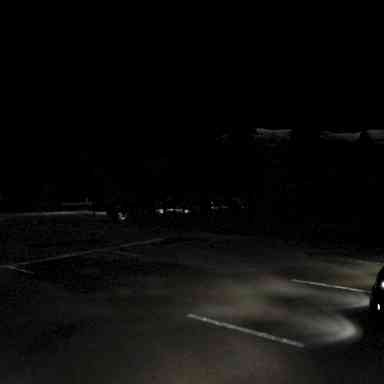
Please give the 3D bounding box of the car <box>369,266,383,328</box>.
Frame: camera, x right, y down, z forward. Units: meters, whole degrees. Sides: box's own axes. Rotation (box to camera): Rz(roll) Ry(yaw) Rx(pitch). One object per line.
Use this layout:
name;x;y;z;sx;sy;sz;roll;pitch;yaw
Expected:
car;5.064;1.352;4.633;4.553;1.767;2.097;0;0;36

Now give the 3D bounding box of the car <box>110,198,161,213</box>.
car;-6.119;1.414;36.535;1.837;1.490;4.892;0;0;43

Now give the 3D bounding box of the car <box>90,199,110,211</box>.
car;-9.278;1.494;38.340;1.895;1.301;4.718;0;0;43

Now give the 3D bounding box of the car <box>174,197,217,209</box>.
car;0.527;1.421;43.028;4.892;1.490;1.837;0;0;-41

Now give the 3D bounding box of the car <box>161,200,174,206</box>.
car;-2.825;1.425;44.716;4.674;1.442;1.812;0;0;-42

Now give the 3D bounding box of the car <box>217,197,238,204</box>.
car;4.575;1.458;50.815;5.357;1.411;2.033;0;0;-37

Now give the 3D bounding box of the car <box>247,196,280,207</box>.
car;10.519;1.423;50.535;4.902;1.511;2.128;0;0;-32
